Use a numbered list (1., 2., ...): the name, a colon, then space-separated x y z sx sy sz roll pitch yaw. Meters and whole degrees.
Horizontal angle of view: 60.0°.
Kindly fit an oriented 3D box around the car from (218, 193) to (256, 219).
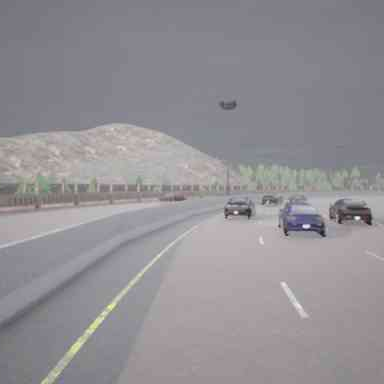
1. car: 3.638 1.117 24.656 2.128 1.511 4.902 0 1 16

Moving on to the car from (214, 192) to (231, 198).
1. car: 5.521 0.714 54.891 2.033 1.411 5.357 1 1 32

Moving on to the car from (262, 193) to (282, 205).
1. car: 10.050 0.880 41.257 1.837 1.490 4.892 0 0 27

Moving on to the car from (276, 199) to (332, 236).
1. car: 5.384 1.274 16.590 1.812 1.442 4.674 0 1 11

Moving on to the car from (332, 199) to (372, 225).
1. car: 10.034 1.185 21.282 1.837 1.490 4.892 0 1 14

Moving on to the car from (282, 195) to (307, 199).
1. car: 11.515 1.002 36.149 2.033 1.411 5.357 0 1 24

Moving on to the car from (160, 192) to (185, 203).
1. car: -2.721 0.757 47.210 1.882 1.535 5.008 0 1 26
